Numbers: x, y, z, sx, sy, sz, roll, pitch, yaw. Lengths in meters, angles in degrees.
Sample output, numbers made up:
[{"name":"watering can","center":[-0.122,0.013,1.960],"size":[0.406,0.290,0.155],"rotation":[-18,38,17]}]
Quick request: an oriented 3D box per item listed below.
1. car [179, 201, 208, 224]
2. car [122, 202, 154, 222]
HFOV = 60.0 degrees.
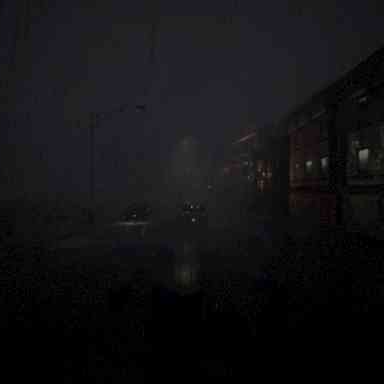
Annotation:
[{"name":"car","center":[0.101,1.543,23.918],"size":[1.895,1.301,4.718],"rotation":[0,0,0]},{"name":"car","center":[-4.095,1.502,25.692],"size":[1.994,1.385,4.181],"rotation":[0,0,0]}]
